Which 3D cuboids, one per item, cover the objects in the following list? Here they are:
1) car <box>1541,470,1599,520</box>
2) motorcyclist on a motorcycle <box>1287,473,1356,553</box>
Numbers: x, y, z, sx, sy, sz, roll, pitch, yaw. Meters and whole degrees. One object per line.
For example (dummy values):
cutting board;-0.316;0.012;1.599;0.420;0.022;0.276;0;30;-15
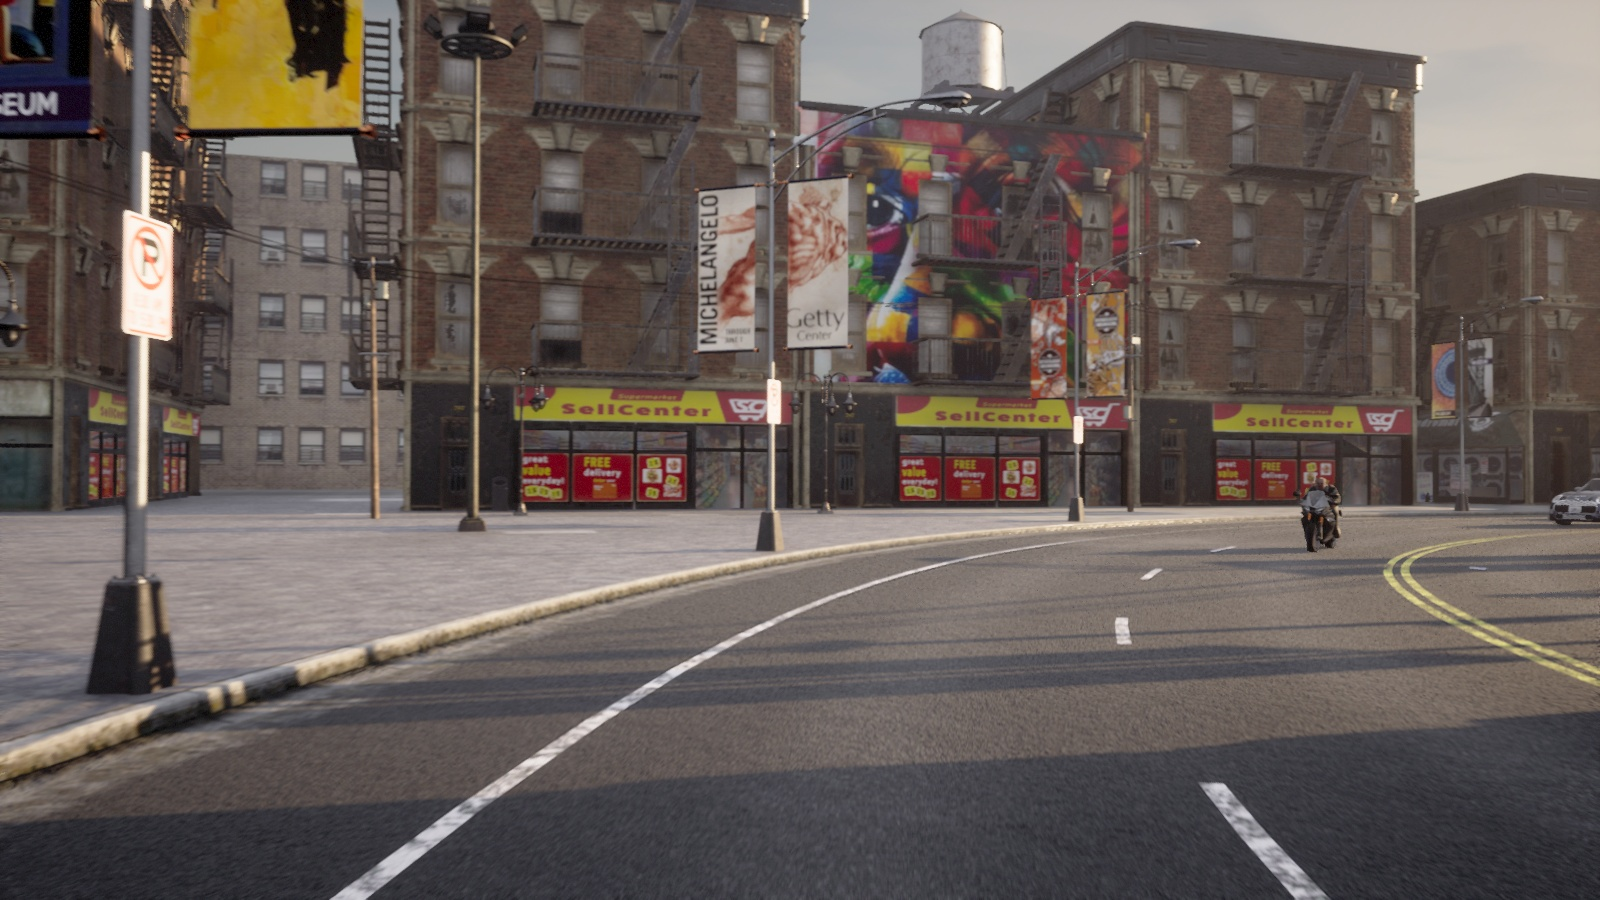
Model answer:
car;24.827;1.344;38.362;3.806;1.475;1.970;0;-1;-26
motorcyclist on a motorcycle;10.588;1.243;25.474;0.866;1.530;2.191;0;-1;34
